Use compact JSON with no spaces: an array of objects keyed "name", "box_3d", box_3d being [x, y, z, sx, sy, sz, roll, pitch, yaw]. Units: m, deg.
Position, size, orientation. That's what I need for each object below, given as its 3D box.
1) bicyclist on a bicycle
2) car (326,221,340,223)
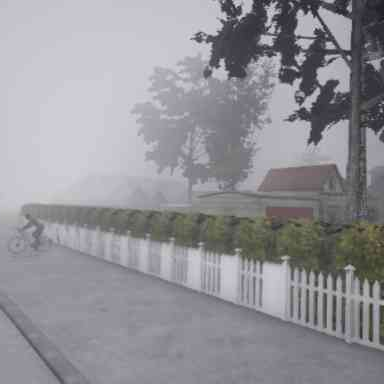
[{"name":"bicyclist on a bicycle","box_3d":[-6.565,1.682,13.560,1.656,1.620,0.582,4,-4,-40]},{"name":"car","box_3d":[7.004,2.057,15.237,1.994,1.381,4.181,3,-3,-40]}]
